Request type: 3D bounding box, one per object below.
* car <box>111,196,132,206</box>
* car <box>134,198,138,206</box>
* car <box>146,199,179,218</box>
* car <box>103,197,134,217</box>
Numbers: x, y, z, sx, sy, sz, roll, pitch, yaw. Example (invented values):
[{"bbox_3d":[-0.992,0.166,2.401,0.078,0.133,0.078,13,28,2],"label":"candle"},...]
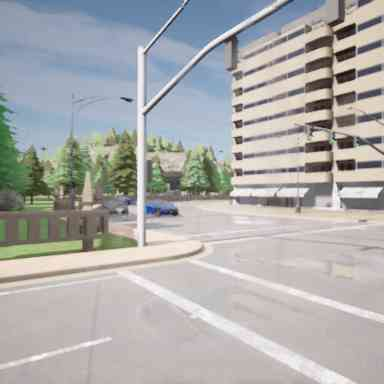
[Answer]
[{"bbox_3d":[-11.473,1.503,54.733,1.882,1.535,5.008,0,-1,6],"label":"car"},{"bbox_3d":[-8.130,1.557,52.781,1.812,1.442,4.674,0,0,4],"label":"car"},{"bbox_3d":[-2.923,1.478,30.547,1.882,1.535,5.008,0,0,-28],"label":"car"},{"bbox_3d":[-7.407,1.480,31.599,2.128,1.511,4.902,0,0,-25],"label":"car"}]
